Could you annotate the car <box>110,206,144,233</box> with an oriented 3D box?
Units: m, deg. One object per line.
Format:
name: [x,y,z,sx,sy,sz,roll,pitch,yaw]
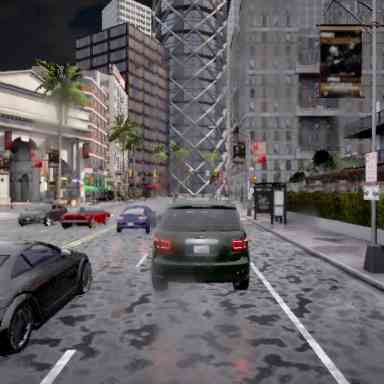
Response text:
car: [-3.183,1.526,19.682,1.812,1.442,4.674,0,0,1]

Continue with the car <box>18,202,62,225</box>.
car: [-10.263,1.508,23.327,1.837,1.490,4.892,0,0,1]

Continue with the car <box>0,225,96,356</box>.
car: [-3.313,1.564,6.067,1.994,1.385,4.181,0,0,0]

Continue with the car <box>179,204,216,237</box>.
car: [0.301,1.505,19.082,1.837,1.490,4.892,0,0,1]

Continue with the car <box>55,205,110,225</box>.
car: [-6.799,1.601,21.566,1.895,1.301,4.718,0,0,1]

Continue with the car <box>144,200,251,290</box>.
car: [0.200,1.221,9.221,2.150,2.045,5.566,0,0,0]
